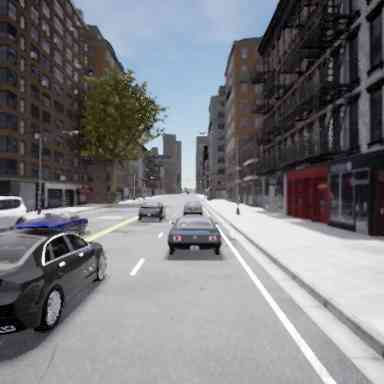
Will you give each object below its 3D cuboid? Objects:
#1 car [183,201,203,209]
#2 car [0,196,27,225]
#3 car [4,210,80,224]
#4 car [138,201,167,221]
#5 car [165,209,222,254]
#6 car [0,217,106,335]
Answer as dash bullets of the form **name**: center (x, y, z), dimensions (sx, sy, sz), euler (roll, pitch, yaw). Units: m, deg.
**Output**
- **car**: center (0.093, 1.544, 31.348), dimensions (2.033, 1.411, 5.357), euler (0, 0, 0)
- **car**: center (-9.776, 1.222, 15.436), dimensions (2.150, 2.045, 5.566), euler (0, 0, 1)
- **car**: center (-6.523, 1.597, 15.753), dimensions (1.895, 1.301, 4.718), euler (0, 0, 0)
- **car**: center (-3.156, 1.488, 26.967), dimensions (2.128, 1.511, 4.902), euler (0, 0, 0)
- **car**: center (0.096, 1.597, 13.443), dimensions (1.895, 1.301, 4.718), euler (0, 0, 0)
- **car**: center (-3.153, 1.502, 6.795), dimensions (1.837, 1.490, 4.892), euler (0, 0, 0)
